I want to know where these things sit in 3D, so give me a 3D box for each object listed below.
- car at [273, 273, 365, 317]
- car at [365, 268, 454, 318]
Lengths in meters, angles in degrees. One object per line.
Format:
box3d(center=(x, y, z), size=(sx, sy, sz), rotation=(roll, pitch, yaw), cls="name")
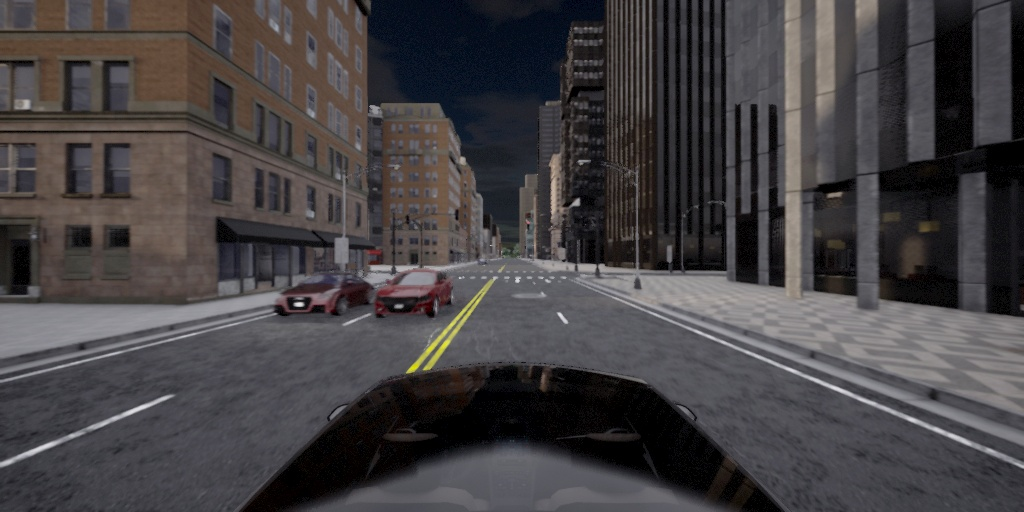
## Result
box3d(center=(-6.590, 1.312, 13.088), size=(1.994, 1.385, 4.181), rotation=(0, 0, 0), cls="car")
box3d(center=(-3.342, 1.225, 13.105), size=(1.882, 1.535, 5.008), rotation=(0, 0, 0), cls="car")
